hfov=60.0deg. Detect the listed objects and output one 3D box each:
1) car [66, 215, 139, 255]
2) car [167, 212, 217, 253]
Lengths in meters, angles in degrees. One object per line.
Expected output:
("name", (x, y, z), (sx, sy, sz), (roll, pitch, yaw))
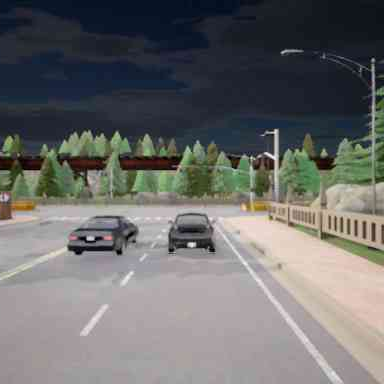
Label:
("car", (-3.505, 1.679, 13.984), (2.033, 1.411, 5.357), (0, -1, 0))
("car", (-0.002, 1.642, 14.303), (1.837, 1.490, 4.892), (0, 0, 0))
